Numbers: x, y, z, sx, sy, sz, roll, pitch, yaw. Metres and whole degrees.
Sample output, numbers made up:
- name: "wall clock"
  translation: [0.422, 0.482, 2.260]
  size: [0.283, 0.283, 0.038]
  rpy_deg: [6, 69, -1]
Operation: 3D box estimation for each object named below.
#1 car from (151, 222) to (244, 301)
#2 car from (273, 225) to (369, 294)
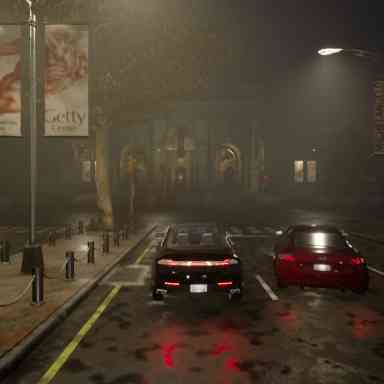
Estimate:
- name: "car"
  translation: [0.080, 1.492, 8.316]
  size: [2.128, 1.511, 4.902]
  rpy_deg: [0, 0, -1]
- name: "car"
  translation: [3.252, 1.564, 8.967]
  size: [1.994, 1.385, 4.181]
  rpy_deg: [0, 0, 14]
